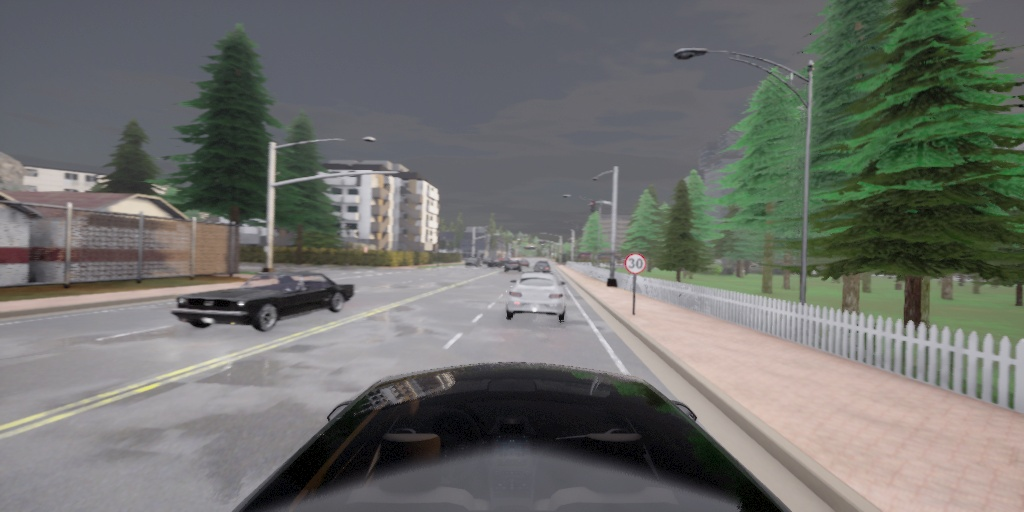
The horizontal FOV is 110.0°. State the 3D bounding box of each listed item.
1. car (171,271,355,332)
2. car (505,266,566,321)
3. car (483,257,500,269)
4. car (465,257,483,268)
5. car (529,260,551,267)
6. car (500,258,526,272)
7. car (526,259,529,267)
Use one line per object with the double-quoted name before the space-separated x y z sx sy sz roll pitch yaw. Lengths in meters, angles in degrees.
"car" -6.500 1.121 10.116 1.895 1.301 4.718 2 0 5
"car" 0.880 1.287 12.548 1.812 1.442 4.674 2 0 6
"car" -2.583 1.178 53.901 1.895 1.301 4.718 2 0 6
"car" -5.962 0.968 55.259 1.837 1.490 4.892 2 0 6
"car" 3.338 1.345 40.101 2.033 1.411 5.357 2 0 5
"car" 0.172 1.177 43.556 2.128 1.511 4.902 2 0 5
"car" 2.126 1.279 65.436 1.994 1.385 4.181 2 0 5
